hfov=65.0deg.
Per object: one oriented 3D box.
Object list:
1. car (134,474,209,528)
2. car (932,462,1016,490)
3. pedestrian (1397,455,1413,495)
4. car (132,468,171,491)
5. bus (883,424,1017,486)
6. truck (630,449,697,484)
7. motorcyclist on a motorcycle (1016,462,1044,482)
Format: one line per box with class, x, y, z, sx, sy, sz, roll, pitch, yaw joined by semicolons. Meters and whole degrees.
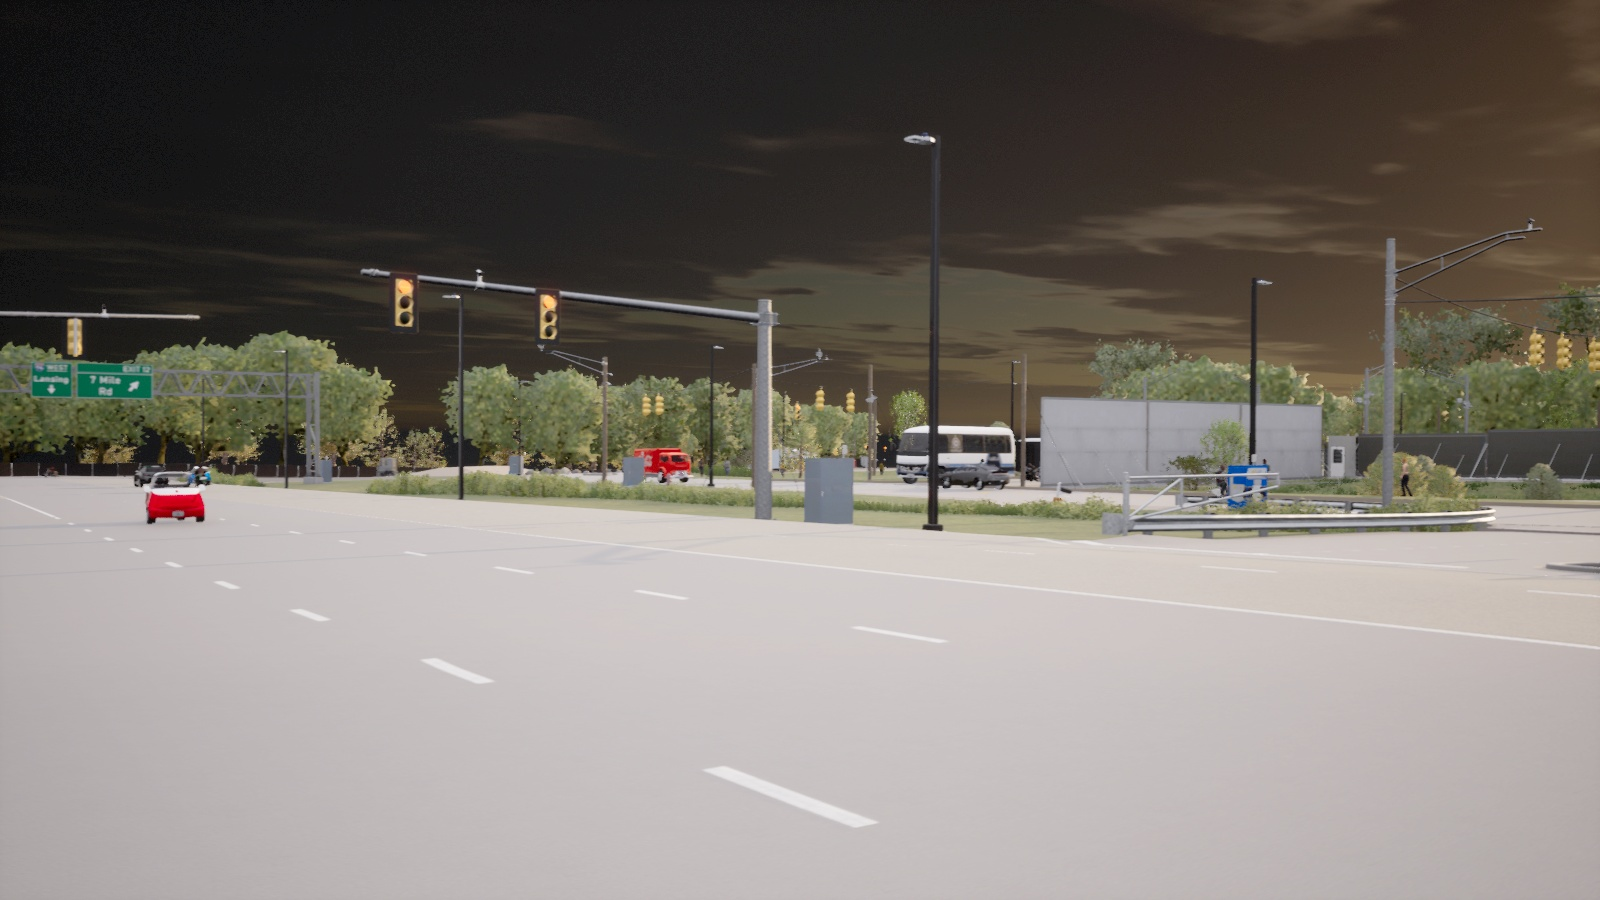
car;-16.900;1.340;33.751;1.481;1.376;2.207;0;-1;-35
car;10.211;1.508;74.018;2.128;1.511;4.902;0;0;-34
pedestrian;28.136;1.137;58.397;0.345;1.836;0.594;0;1;-34
car;-44.024;1.972;85.180;1.816;1.474;4.193;0;0;-35
bus;11.047;0.337;91.666;10.273;4.253;3.944;0;1;-43
truck;-9.913;1.173;90.921;2.627;2.467;5.204;0;0;-35
motorcyclist on a motorcycle;17.885;1.711;97.501;2.191;1.530;0.866;-1;1;-35
